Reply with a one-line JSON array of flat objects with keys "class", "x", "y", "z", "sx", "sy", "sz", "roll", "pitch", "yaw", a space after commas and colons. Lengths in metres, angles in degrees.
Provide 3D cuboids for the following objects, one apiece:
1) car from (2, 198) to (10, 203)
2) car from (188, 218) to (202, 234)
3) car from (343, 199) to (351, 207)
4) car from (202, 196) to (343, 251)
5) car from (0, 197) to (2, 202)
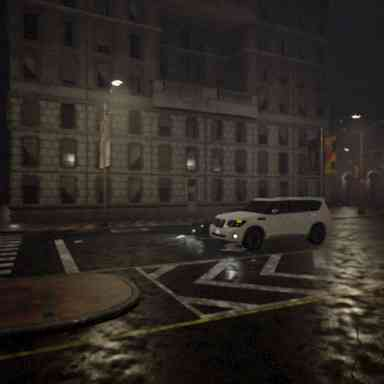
[{"class": "car", "x": -34.548, "y": 1.531, "z": 66.693, "sx": 2.033, "sy": 1.411, "sz": 5.357, "roll": 0, "pitch": 0, "yaw": 16}, {"class": "car", "x": 2.500, "y": 1.549, "z": 17.775, "sx": 5.357, "sy": 1.411, "sz": 2.033, "roll": 0, "pitch": 0, "yaw": -25}, {"class": "car", "x": 22.300, "y": 1.515, "z": 51.744, "sx": 1.837, "sy": 1.490, "sz": 4.892, "roll": 0, "pitch": 0, "yaw": -25}, {"class": "car", "x": 3.521, "y": 1.223, "z": 14.386, "sx": 5.566, "sy": 2.045, "sz": 2.150, "roll": 0, "pitch": 0, "yaw": -25}, {"class": "car", "x": -38.547, "y": 1.345, "z": 64.722, "sx": 2.097, "sy": 1.767, "sz": 4.553, "roll": 0, "pitch": 0, "yaw": 13}]
